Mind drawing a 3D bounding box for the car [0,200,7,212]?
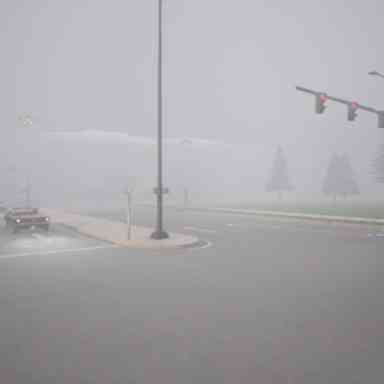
[{"bbox_3d":[-20.719,1.549,35.424,2.033,1.411,5.357,0,0,-35],"label":"car"}]

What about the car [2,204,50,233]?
[{"bbox_3d":[-9.857,1.602,19.825,1.895,1.301,4.718,0,0,-35],"label":"car"}]
